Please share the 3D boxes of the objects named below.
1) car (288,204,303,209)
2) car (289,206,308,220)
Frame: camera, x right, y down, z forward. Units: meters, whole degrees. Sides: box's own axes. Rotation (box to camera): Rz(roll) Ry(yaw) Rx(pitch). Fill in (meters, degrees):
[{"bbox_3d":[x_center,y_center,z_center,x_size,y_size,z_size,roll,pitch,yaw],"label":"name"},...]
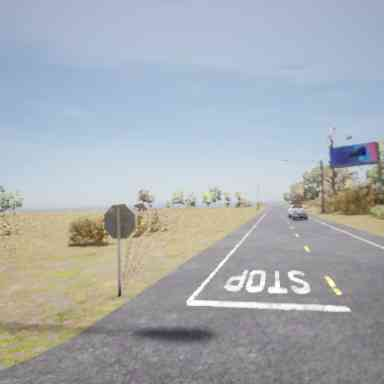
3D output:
[{"bbox_3d":[16.123,2.926,51.371,2.150,2.045,5.566,-2,-2,14],"label":"car"},{"bbox_3d":[14.433,3.008,44.389,2.033,1.411,5.357,-2,-3,15],"label":"car"}]
